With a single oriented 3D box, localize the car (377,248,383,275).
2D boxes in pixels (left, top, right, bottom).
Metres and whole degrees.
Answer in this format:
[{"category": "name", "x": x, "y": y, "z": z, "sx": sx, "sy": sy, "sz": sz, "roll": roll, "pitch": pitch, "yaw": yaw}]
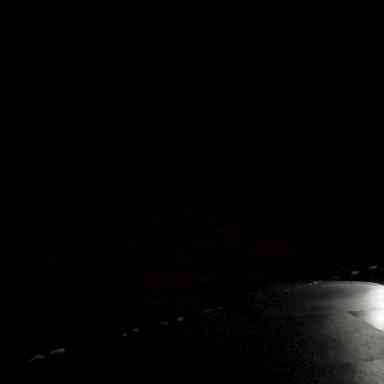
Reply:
[{"category": "car", "x": 6.772, "y": 1.564, "z": 8.857, "sx": 4.181, "sy": 1.385, "sz": 1.994, "roll": 0, "pitch": 0, "yaw": -36}]
